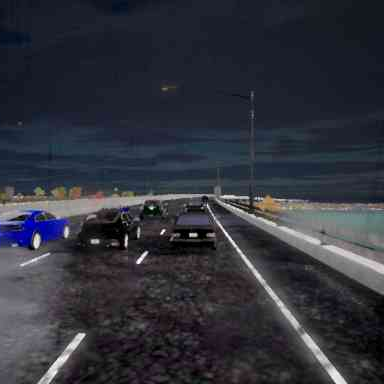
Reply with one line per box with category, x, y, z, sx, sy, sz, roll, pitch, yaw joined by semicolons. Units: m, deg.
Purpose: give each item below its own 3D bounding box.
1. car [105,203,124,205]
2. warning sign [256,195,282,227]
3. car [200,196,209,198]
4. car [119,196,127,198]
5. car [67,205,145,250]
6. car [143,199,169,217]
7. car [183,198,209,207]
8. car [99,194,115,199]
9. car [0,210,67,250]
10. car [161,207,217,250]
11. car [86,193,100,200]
car;-6.745;1.641;29.316;1.895;1.301;4.718;0;0;1
warning sign;4.659;1.126;20.290;1.300;1.860;1.060;-1;-1;1
car;3.094;1.633;79.825;1.837;1.490;4.892;0;0;3
car;-15.772;1.645;77.125;1.994;1.385;4.181;0;0;2
car;-3.438;1.524;14.300;1.837;1.490;4.892;0;0;0
car;-3.247;1.390;29.196;2.097;1.767;4.553;0;0;1
car;0.253;1.518;29.166;2.128;1.511;4.902;0;0;1
car;-19.268;1.620;77.288;2.128;1.511;4.902;0;0;2
car;-6.937;1.493;14.330;1.882;1.535;5.008;0;0;0
car;0.062;1.570;14.270;2.033;1.411;5.357;0;0;0
car;-22.766;1.322;77.422;2.150;2.045;5.566;0;0;2
